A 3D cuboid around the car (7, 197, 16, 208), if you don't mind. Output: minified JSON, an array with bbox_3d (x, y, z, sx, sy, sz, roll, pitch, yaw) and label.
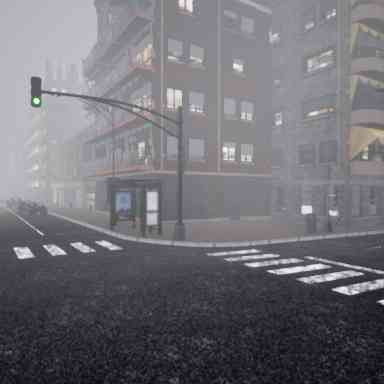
[{"bbox_3d":[-25.847,1.425,48.658,1.967,1.590,4.097,0,0,-32],"label":"car"}]

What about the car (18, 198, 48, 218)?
[{"bbox_3d":[-13.933,1.541,29.507,2.008,1.369,4.403,0,0,-32],"label":"car"}]

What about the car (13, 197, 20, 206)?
[{"bbox_3d":[-16.911,1.533,34.294,1.887,1.381,4.507,0,0,-32],"label":"car"}]
